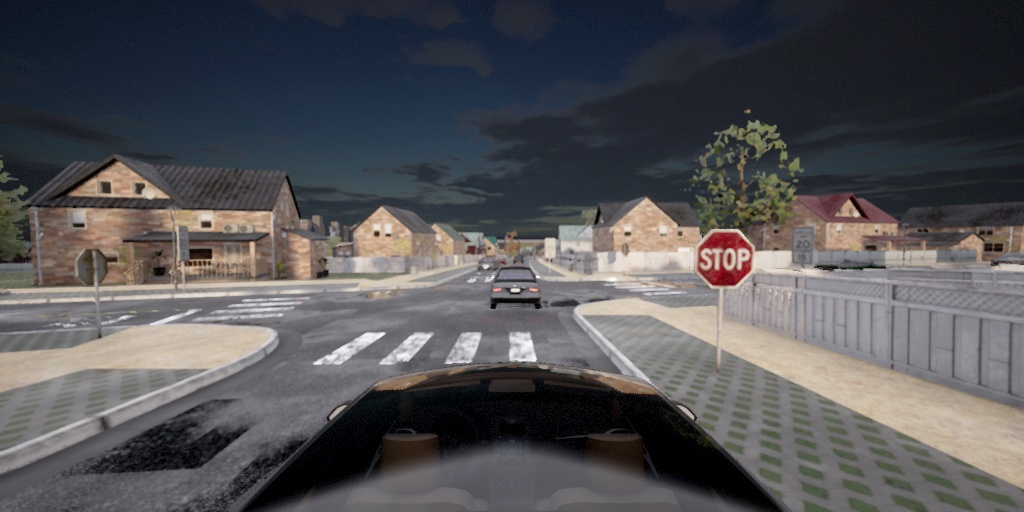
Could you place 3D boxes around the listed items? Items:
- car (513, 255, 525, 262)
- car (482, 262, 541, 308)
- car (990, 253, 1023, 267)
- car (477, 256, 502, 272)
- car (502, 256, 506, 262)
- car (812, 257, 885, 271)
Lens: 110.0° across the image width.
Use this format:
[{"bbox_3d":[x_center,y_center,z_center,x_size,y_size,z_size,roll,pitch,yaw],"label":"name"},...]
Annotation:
[{"bbox_3d":[1.156,0.668,63.308,1.837,1.490,4.892,0,0,2],"label":"car"},{"bbox_3d":[0.135,1.140,14.281,2.033,1.411,5.357,0,1,1],"label":"car"},{"bbox_3d":[45.354,0.451,32.124,4.892,1.490,1.837,0,3,-17],"label":"car"},{"bbox_3d":[-2.475,0.841,36.995,2.128,1.511,4.902,0,1,1],"label":"car"},{"bbox_3d":[-1.906,0.678,56.379,1.882,1.535,5.008,0,0,2],"label":"car"},{"bbox_3d":[24.032,0.782,25.619,4.718,1.301,1.895,-1,3,-17],"label":"car"}]
